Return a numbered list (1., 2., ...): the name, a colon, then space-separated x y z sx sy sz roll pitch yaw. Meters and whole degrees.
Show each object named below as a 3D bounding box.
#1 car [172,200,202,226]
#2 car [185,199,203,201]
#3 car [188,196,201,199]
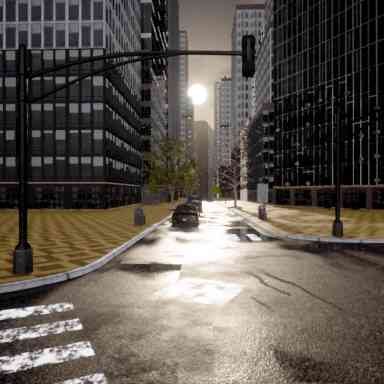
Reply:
1. car: -0.427 1.654 25.409 1.882 1.535 5.008 0 0 2
2. car: -0.056 1.777 35.621 1.812 1.442 4.674 0 0 2
3. car: 0.328 1.554 46.274 2.150 2.045 5.566 0 0 2
